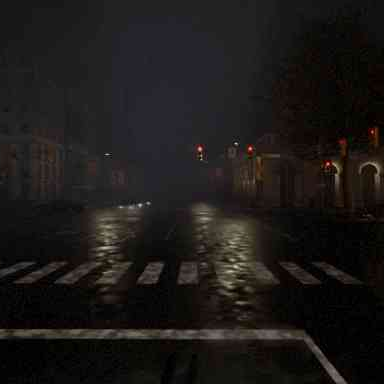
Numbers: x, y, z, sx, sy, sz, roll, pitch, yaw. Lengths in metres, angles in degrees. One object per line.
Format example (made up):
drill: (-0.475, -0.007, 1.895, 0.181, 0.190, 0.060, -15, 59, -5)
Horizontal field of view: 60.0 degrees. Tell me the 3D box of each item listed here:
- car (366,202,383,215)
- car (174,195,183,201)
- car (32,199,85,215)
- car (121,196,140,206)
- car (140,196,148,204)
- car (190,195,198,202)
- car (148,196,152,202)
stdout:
car: (19.563, 1.564, 32.787, 4.181, 1.385, 1.994, 0, 0, 0)
car: (-3.110, 1.449, 78.671, 2.128, 1.511, 4.902, 0, 0, 1)
car: (-13.212, 1.477, 33.062, 5.008, 1.535, 1.882, 0, 0, 0)
car: (-10.408, 1.478, 55.149, 1.882, 1.535, 5.008, 0, 0, 1)
car: (-10.332, 1.601, 64.776, 1.895, 1.301, 4.718, 0, 0, 1)
car: (0.389, 1.450, 78.626, 2.128, 1.511, 4.902, 0, 0, 1)
car: (-10.160, 1.595, 74.937, 1.895, 1.301, 4.718, 0, 0, 1)
